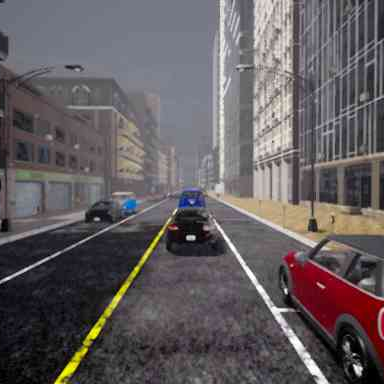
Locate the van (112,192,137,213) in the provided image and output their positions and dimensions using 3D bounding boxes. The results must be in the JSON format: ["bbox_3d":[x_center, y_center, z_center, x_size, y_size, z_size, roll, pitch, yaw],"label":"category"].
[{"bbox_3d":[-5.692,0.912,27.748,1.690,1.788,3.998,0,1,0],"label":"van"}]

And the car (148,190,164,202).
[{"bbox_3d":[-5.695,0.809,50.343,1.802,1.307,4.206,0,1,0],"label":"car"}]

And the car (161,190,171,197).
[{"bbox_3d":[-5.697,0.334,72.933,1.967,1.590,4.097,0,1,0],"label":"car"}]

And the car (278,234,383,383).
[{"bbox_3d":[2.690,1.358,5.157,1.967,1.590,4.097,0,1,0],"label":"car"}]

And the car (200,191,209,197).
[{"bbox_3d":[2.684,0.417,73.105,1.752,1.417,4.829,0,1,0],"label":"car"}]

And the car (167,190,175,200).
[{"bbox_3d":[-3.056,0.709,58.418,1.895,1.301,4.718,0,1,1],"label":"car"}]

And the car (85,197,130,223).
[{"bbox_3d":[-5.693,1.224,22.103,1.947,1.339,4.313,0,1,0],"label":"car"}]

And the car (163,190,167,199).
[{"bbox_3d":[-5.695,0.726,55.991,1.802,1.307,4.206,0,1,0],"label":"car"}]

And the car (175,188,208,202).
[{"bbox_3d":[0.032,0.804,27.101,2.150,2.045,5.566,0,1,0],"label":"car"}]

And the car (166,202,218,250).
[{"bbox_3d":[0.037,1.322,13.154,1.812,1.442,4.674,0,0,2],"label":"car"}]

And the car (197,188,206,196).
[{"bbox_3d":[2.387,-0.037,83.766,2.150,2.045,5.566,0,1,0],"label":"car"}]
